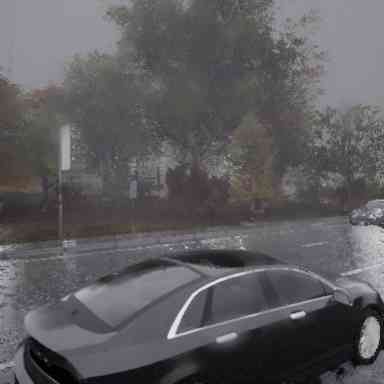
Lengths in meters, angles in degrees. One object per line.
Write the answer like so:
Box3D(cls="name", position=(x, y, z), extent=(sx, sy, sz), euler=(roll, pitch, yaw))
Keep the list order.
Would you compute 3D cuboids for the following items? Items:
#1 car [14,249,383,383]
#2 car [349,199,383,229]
Box3D(cls="car", position=(0.563, 1.495, 4.148), extent=(4.892, 1.490, 1.837), euler=(0, 0, -36))
Box3D(cls="car", position=(11.976, 1.270, 21.135), extent=(4.553, 1.767, 2.097), euler=(0, 0, -35))
